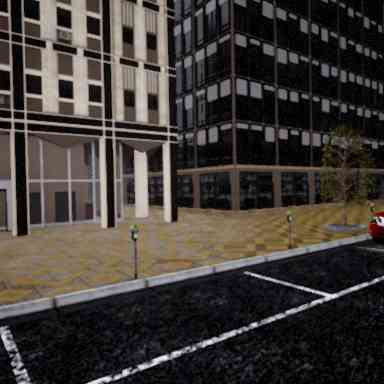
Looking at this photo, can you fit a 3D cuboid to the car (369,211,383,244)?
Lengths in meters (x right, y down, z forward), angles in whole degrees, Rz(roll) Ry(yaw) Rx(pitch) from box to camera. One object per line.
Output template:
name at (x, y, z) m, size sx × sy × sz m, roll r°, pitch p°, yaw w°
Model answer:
car at (8.784, 0.958, 12.624) m, size 5.009 × 1.841 × 2.192 m, roll -2°, pitch 1°, yaw -36°
